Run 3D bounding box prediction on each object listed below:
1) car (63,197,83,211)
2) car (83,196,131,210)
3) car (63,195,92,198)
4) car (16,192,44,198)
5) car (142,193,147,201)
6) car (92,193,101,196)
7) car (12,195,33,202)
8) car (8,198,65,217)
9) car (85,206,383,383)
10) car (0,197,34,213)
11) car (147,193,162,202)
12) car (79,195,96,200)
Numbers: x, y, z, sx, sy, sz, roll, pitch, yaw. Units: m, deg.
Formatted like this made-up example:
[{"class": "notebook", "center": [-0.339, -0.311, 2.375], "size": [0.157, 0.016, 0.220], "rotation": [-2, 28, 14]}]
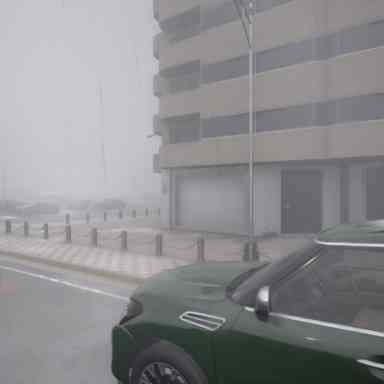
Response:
[{"class": "car", "center": [-13.320, 1.620, 41.407], "size": [1.994, 1.385, 4.181], "rotation": [0, 0, 35]}, {"class": "car", "center": [-10.104, 1.544, 39.900], "size": [2.128, 1.511, 4.902], "rotation": [0, 0, 35]}, {"class": "car", "center": [-21.847, 1.451, 63.463], "size": [1.970, 1.475, 3.806], "rotation": [0, 0, 35]}, {"class": "car", "center": [-35.725, 1.208, 73.103], "size": [1.932, 1.855, 4.605], "rotation": [0, 0, 35]}, {"class": "car", "center": [-9.592, 1.211, 76.199], "size": [1.905, 1.878, 3.866], "rotation": [0, 0, 35]}, {"class": "car", "center": [-25.669, 1.211, 87.450], "size": [1.905, 1.878, 3.866], "rotation": [0, 0, 35]}, {"class": "car", "center": [-38.058, 1.419, 74.821], "size": [1.784, 1.438, 3.905], "rotation": [0, 0, 35]}, {"class": "car", "center": [-15.178, 1.619, 32.627], "size": [1.994, 1.385, 4.181], "rotation": [0, 0, 35]}, {"class": "car", "center": [1.805, 1.221, 2.716], "size": [5.566, 2.045, 2.150], "rotation": [0, 0, 35]}, {"class": "car", "center": [-18.916, 1.547, 33.385], "size": [2.128, 1.511, 4.902], "rotation": [0, 0, 35]}, {"class": "car", "center": [-7.255, 1.209, 74.491], "size": [1.932, 1.855, 4.605], "rotation": [0, 0, 35]}, {"class": "car", "center": [-28.032, 1.451, 89.124], "size": [1.970, 1.475, 3.806], "rotation": [0, 0, 35]}]
